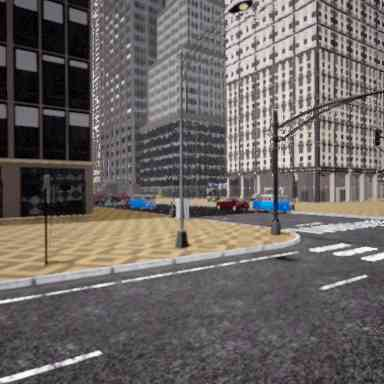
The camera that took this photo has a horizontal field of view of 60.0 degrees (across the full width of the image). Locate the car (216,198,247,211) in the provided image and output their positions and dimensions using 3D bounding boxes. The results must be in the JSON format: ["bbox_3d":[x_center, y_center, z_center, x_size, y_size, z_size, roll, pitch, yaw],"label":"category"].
[{"bbox_3d":[4.566,1.349,37.442,1.887,1.381,4.507,0,0,-34],"label":"car"}]

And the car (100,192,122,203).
[{"bbox_3d":[-14.928,1.185,61.424,1.837,1.490,4.892,-1,1,-34],"label":"car"}]

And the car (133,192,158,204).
[{"bbox_3d":[-7.861,1.013,55.780,2.192,1.841,5.009,0,0,-34],"label":"car"}]

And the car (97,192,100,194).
[{"bbox_3d":[-20.271,0.904,74.136,2.192,1.841,5.009,0,0,-34],"label":"car"}]

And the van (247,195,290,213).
[{"bbox_3d":[7.742,1.171,32.903,1.690,1.788,3.998,0,0,-34],"label":"van"}]

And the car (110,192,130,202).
[{"bbox_3d":[-14.067,0.959,64.959,2.192,1.841,5.009,0,0,-34],"label":"car"}]

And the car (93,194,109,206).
[{"bbox_3d":[-14.803,1.340,51.088,1.947,1.339,4.313,0,0,-34],"label":"car"}]

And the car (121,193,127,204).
[{"bbox_3d":[-9.119,1.256,52.911,1.812,1.442,4.674,-1,1,-33],"label":"car"}]

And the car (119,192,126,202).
[{"bbox_3d":[-10.963,1.216,60.370,1.887,1.381,4.507,0,0,-34],"label":"car"}]

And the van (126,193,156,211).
[{"bbox_3d":[-5.496,1.196,37.320,1.690,1.788,3.998,0,0,-34],"label":"van"}]

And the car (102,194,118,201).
[{"bbox_3d":[-17.168,1.182,69.549,1.947,1.339,4.313,0,0,-34],"label":"car"}]
